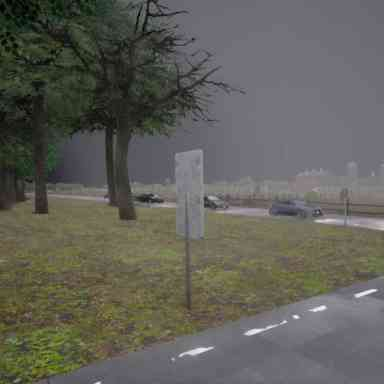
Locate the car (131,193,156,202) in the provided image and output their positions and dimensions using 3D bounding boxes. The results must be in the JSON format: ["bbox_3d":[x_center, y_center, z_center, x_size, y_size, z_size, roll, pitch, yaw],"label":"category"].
[{"bbox_3d":[-7.738,0.842,52.968,1.895,1.301,4.718,-1,1,-36],"label":"car"}]

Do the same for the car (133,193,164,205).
[{"bbox_3d":[-5.679,0.862,45.124,1.882,1.535,5.008,-1,1,-36],"label":"car"}]

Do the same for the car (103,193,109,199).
[{"bbox_3d":[-15.482,0.639,63.716,1.994,1.385,4.181,-1,1,-36],"label":"car"}]

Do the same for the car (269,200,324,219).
[{"bbox_3d":[8.071,1.304,26.065,1.994,1.385,4.181,-1,2,-36],"label":"car"}]

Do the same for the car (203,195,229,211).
[{"bbox_3d":[1.869,1.096,34.643,1.812,1.442,4.674,-1,2,-36],"label":"car"}]
